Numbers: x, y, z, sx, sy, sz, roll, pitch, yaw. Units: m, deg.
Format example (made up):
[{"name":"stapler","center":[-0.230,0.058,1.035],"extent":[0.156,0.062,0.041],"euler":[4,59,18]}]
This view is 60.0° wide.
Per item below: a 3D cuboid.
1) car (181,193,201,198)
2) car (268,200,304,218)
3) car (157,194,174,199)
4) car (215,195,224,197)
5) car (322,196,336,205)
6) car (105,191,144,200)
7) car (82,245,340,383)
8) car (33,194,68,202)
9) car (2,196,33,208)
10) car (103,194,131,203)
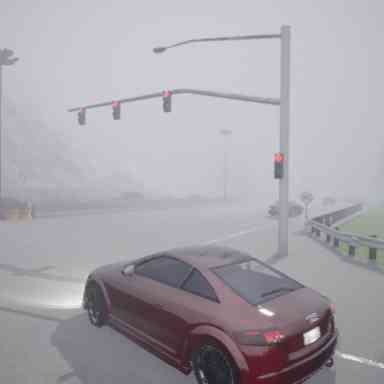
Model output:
[{"name":"car","center":[-0.213,0.990,55.994],"extent":[2.097,1.767,4.553],"euler":[1,1,29]},{"name":"car","center":[8.400,1.440,29.510],"extent":[2.033,1.411,5.357],"euler":[1,0,32]},{"name":"car","center":[-5.544,1.104,68.977],"extent":[1.895,1.301,4.718],"euler":[1,0,22]},{"name":"car","center":[5.800,1.204,69.881],"extent":[1.895,1.301,4.718],"euler":[1,0,18]},{"name":"car","center":[22.731,1.376,55.170],"extent":[1.837,1.490,4.892],"euler":[1,1,23]},{"name":"car","center":[-8.429,0.864,42.499],"extent":[2.150,2.045,5.566],"euler":[1,1,33]},{"name":"car","center":[-0.023,1.533,5.147],"extent":[1.994,1.385,4.181],"euler":[0,1,-42]},{"name":"car","center":[-19.245,1.012,45.081],"extent":[2.128,1.511,4.902],"euler":[1,1,33]},{"name":"car","center":[-16.984,1.150,29.138],"extent":[1.837,1.490,4.892],"euler":[1,0,33]},{"name":"car","center":[-12.460,1.045,55.790],"extent":[1.812,1.442,4.674],"euler":[1,0,32]}]
